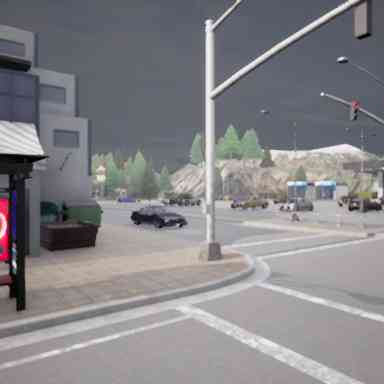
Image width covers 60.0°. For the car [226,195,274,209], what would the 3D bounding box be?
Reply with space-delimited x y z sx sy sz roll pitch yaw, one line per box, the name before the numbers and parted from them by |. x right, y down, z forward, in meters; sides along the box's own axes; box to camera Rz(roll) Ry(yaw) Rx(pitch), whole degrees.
car | 7.089 1.297 40.360 5.027 1.636 2.152 0 0 -36

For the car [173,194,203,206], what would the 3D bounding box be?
car | -0.408 1.221 50.728 3.866 1.878 1.905 0 0 -36

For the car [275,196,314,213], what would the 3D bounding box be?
car | 11.112 1.375 35.350 3.806 1.475 1.970 0 0 -36

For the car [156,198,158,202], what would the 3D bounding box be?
car | -5.463 1.517 69.914 3.806 1.475 1.970 0 0 -36

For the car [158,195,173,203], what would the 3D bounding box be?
car | -2.445 1.242 52.841 4.605 1.855 1.932 0 0 -36

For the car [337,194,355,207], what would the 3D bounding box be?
car | 23.015 1.211 48.003 4.605 1.855 1.932 0 0 -36

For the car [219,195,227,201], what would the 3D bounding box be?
car | 9.748 1.431 80.732 5.027 1.636 2.152 0 0 -36

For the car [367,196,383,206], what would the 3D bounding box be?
car | 29.864 1.460 53.003 3.806 1.475 1.970 0 0 -36

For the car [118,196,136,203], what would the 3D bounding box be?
car | -13.223 1.519 67.980 3.633 1.501 1.845 0 0 -36

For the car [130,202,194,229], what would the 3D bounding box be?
car | -2.448 1.705 23.231 2.033 1.411 5.357 0 0 -36

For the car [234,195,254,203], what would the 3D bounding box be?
car | 10.471 1.433 66.636 3.633 1.501 1.845 0 0 -36

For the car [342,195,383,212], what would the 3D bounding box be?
car | 18.970 1.428 36.512 4.514 1.523 2.007 0 0 -36

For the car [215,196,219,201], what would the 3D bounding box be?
car | 7.868 1.441 83.243 4.514 1.523 2.007 0 0 -36
